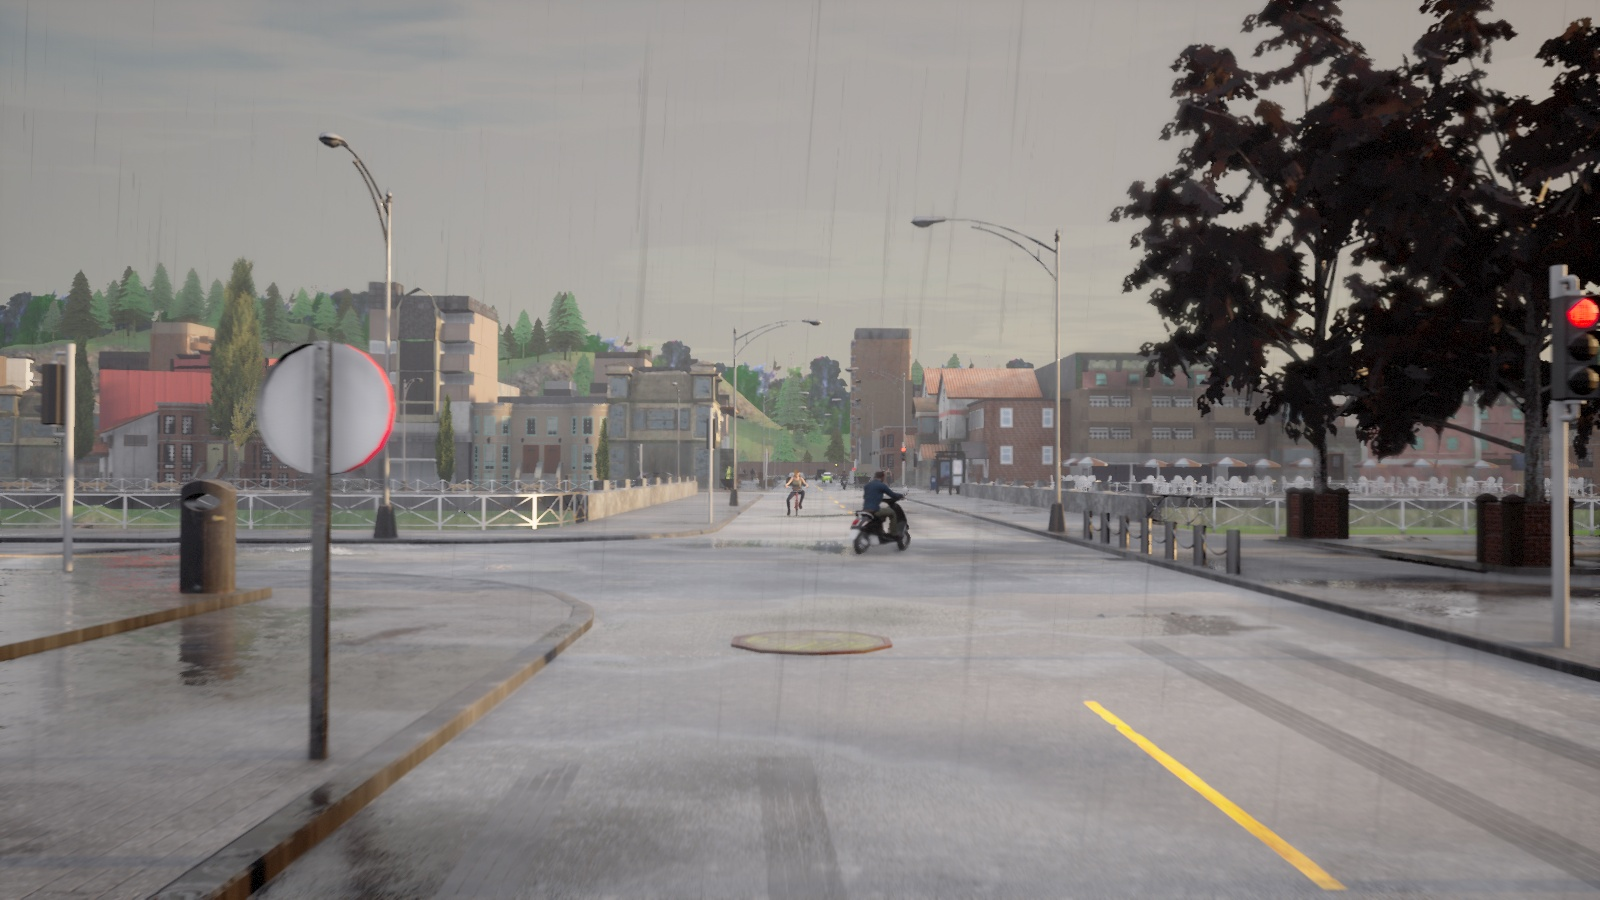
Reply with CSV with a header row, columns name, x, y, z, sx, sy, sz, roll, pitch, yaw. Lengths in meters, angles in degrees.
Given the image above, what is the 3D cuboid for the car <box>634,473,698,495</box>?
name,x,y,z,sx,sy,sz,roll,pitch,yaw
car,-9.173,2.305,86.006,4.193,1.474,1.816,0,-1,0

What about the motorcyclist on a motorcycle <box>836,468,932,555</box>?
name,x,y,z,sx,sy,sz,roll,pitch,yaw
motorcyclist on a motorcycle,1.626,1.166,24.151,0.866,1.590,1.817,-3,-3,42

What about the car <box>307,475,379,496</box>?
name,x,y,z,sx,sy,sz,roll,pitch,yaw
car,-31.263,2.443,85.961,4.181,1.385,1.994,0,-1,0
